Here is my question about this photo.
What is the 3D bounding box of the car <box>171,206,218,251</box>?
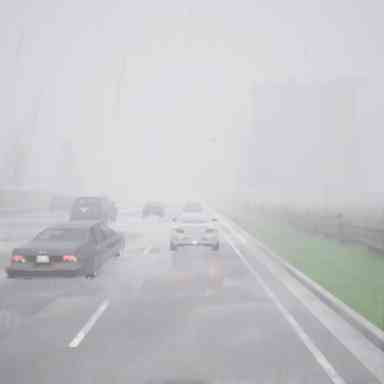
[{"bbox_3d":[0.102,1.567,14.289,1.812,1.442,4.674,0,0,0],"label":"car"}]

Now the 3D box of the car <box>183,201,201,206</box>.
[{"bbox_3d":[0.015,1.669,36.496,1.994,1.385,4.181,0,0,0],"label":"car"}]

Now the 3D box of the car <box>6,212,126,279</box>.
[{"bbox_3d":[-3.400,1.577,10.091,2.033,1.411,5.357,0,0,0],"label":"car"}]

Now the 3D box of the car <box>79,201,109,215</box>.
[{"bbox_3d":[-10.484,1.669,35.887,1.994,1.385,4.181,0,0,0],"label":"car"}]

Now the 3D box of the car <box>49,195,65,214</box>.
[{"bbox_3d":[-13.991,1.331,37.131,2.150,2.045,5.566,0,0,0],"label":"car"}]

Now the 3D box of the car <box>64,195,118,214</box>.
[{"bbox_3d":[-6.918,1.293,23.999,2.150,2.045,5.566,0,0,0],"label":"car"}]

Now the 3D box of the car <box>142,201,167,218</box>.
[{"bbox_3d":[-3.460,1.596,30.774,1.837,1.490,4.892,0,0,0],"label":"car"}]
